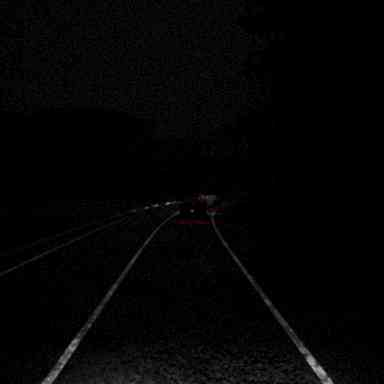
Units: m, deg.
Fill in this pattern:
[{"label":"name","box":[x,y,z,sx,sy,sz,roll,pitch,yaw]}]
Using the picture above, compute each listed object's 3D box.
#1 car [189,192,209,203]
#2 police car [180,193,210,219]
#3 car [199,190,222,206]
[{"label":"car","box":[1.177,0.853,51.836,1.837,1.490,4.892,1,1,16]},{"label":"police car","box":[0.199,1.147,26.479,1.930,1.638,5.238,0,0,4]},{"label":"car","box":[2.538,0.727,43.807,2.150,2.045,5.566,1,1,13]}]
